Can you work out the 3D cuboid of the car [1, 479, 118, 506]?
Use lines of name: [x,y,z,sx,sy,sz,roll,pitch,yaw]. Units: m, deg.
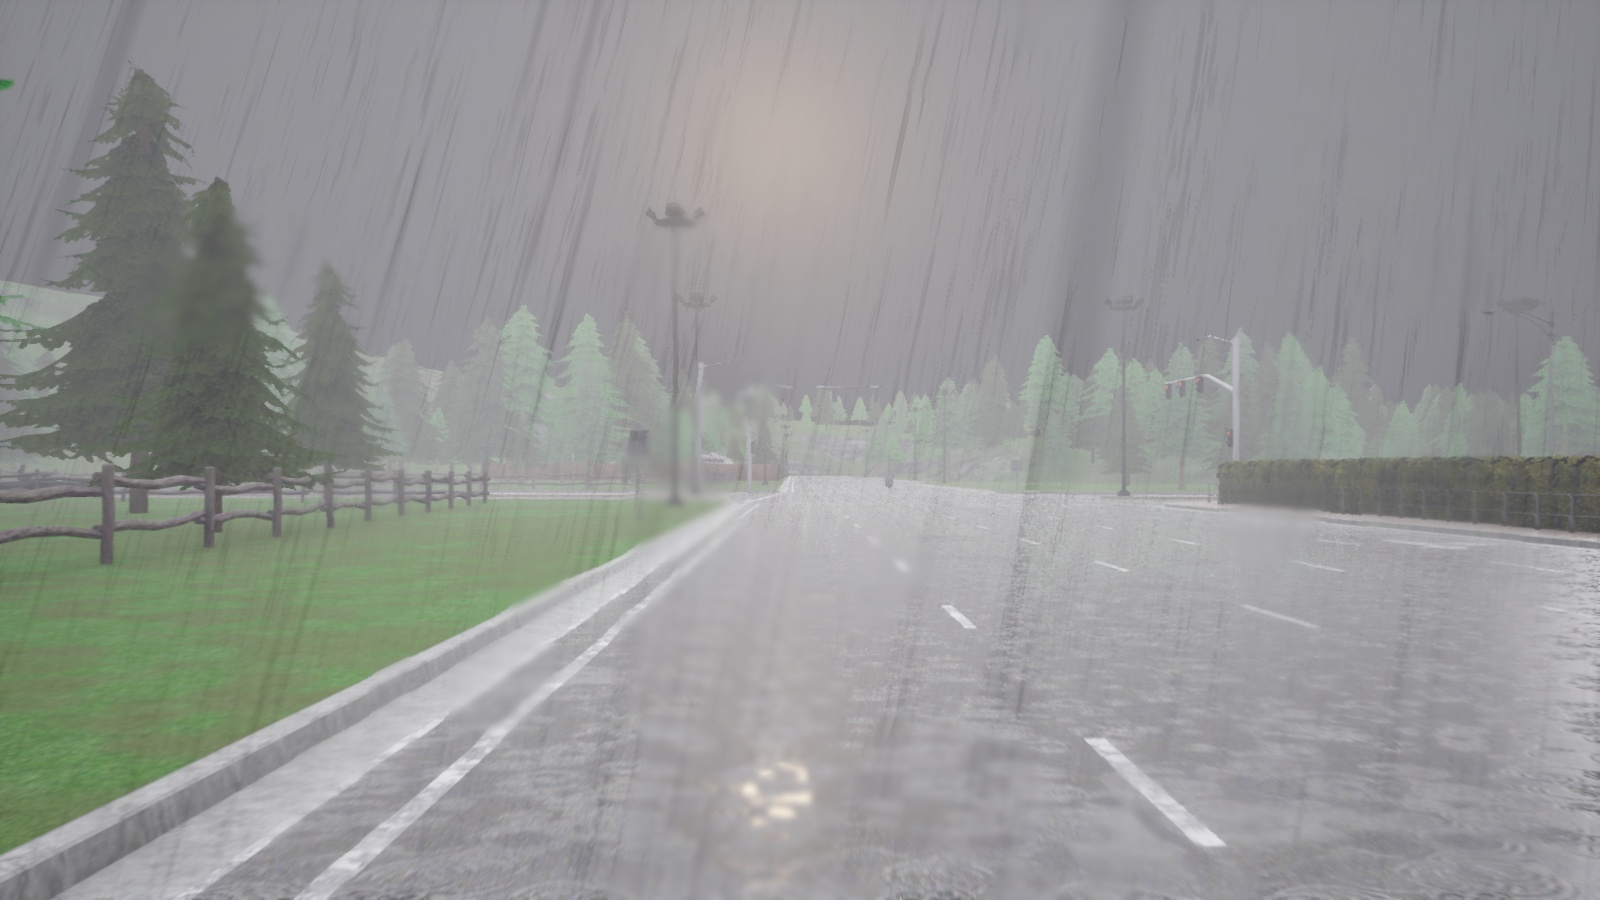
car: [-37.025,2.115,62.850,4.718,1.301,1.895,0,-1,-1]
